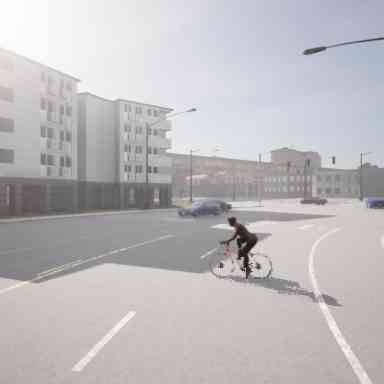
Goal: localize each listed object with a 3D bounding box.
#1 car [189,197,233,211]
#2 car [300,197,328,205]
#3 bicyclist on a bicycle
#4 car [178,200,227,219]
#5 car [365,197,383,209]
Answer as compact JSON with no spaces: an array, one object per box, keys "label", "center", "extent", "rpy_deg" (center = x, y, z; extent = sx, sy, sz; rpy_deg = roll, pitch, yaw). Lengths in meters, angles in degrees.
[{"label":"car","center":[2.183,1.548,36.201],"extent":[5.357,1.411,2.033],"rpy_deg":[0,0,-44]},{"label":"car","center":[21.146,1.525,57.851],"extent":[1.812,1.442,4.674],"rpy_deg":[0,0,-41]},{"label":"bicyclist on a bicycle","center":[1.218,1.454,8.596],"extent":[1.656,1.620,0.582],"rpy_deg":[-2,-1,17]},{"label":"car","center":[0.798,1.525,29.534],"extent":[1.812,1.442,4.674],"rpy_deg":[0,0,40]},{"label":"car","center":[24.773,1.457,44.889],"extent":[1.882,1.535,5.008],"rpy_deg":[0,0,19]}]
